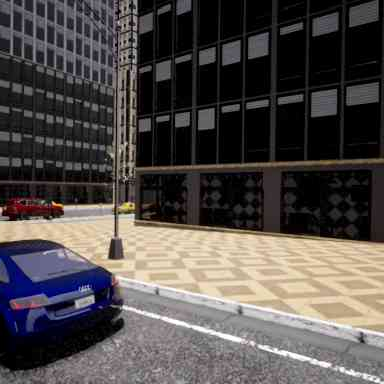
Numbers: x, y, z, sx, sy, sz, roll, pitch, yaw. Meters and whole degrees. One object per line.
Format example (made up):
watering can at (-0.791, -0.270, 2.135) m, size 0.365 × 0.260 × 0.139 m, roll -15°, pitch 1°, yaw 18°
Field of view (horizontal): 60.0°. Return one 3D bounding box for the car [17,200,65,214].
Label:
car at (-17.347, 1.641, 38.527) m, size 1.752 × 1.417 × 4.829 m, roll 1°, pitch 0°, yaw 36°

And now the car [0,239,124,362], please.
car at (-3.212, 1.561, 5.956) m, size 4.181 × 1.385 × 1.994 m, roll 0°, pitch 0°, yaw 34°

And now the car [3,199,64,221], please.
car at (-13.814, 1.518, 29.166) m, size 2.192 × 1.841 × 5.009 m, roll 1°, pitch 0°, yaw 36°

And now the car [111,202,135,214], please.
car at (-7.051, 1.829, 38.403) m, size 1.752 × 1.417 × 4.829 m, roll 1°, pitch 0°, yaw 36°
